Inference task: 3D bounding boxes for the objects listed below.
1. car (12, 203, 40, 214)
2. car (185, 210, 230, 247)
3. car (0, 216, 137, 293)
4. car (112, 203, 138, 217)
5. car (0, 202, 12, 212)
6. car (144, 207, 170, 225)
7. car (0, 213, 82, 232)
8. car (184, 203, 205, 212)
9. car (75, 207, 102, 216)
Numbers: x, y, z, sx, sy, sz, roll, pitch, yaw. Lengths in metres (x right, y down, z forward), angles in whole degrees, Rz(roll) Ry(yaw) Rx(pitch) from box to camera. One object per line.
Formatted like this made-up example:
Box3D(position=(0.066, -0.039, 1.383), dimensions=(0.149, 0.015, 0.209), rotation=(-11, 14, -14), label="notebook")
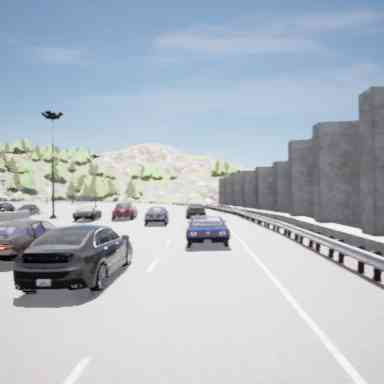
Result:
Box3D(position=(-22.069, 2.405, 44.939), dimensions=(1.837, 1.490, 4.892), rotation=(-1, -1, -7), label="car")
Box3D(position=(0.703, 1.776, 15.937), dimensions=(1.895, 1.301, 4.718), rotation=(-1, -1, 1), label="car")
Box3D(position=(-2.994, 1.665, 9.322), dimensions=(1.837, 1.490, 4.892), rotation=(-1, -1, 2), label="car")
Box3D(position=(-6.750, 1.860, 33.679), dimensions=(2.097, 1.767, 4.553), rotation=(-1, -1, -4), label="car")
Box3D(position=(-25.625, 2.312, 45.123), dimensions=(2.097, 1.767, 4.553), rotation=(-1, -1, -8), label="car")
Box3D(position=(-2.890, 1.919, 27.606), dimensions=(2.033, 1.411, 5.357), rotation=(-1, -1, -2), label="car")
Box3D(position=(-6.371, 1.807, 12.917), dimensions=(2.033, 1.411, 5.357), rotation=(-1, -1, 2), label="car")
Box3D(position=(0.279, 1.893, 33.572), dimensions=(1.837, 1.490, 4.892), rotation=(-1, -1, -4), label="car")
Box3D(position=(-10.149, 2.155, 32.676), dimensions=(1.895, 1.301, 4.718), rotation=(-1, -1, -4), label="car")
